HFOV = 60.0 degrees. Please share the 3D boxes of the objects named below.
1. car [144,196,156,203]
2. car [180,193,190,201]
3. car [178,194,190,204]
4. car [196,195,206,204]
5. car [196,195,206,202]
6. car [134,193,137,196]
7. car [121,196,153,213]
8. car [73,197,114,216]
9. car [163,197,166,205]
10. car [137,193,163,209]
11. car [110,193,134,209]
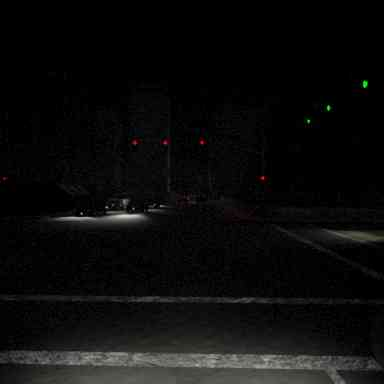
[{"bbox_3d":[-8.670,1.529,69.060,1.812,1.442,4.674,0,0,1],"label":"car"},{"bbox_3d":[-1.530,1.181,74.623,2.097,1.767,4.553,0,0,1],"label":"car"},{"bbox_3d":[-1.743,1.564,66.062,1.994,1.385,4.181,0,0,1],"label":"car"},{"bbox_3d":[1.741,1.504,65.349,1.837,1.490,4.892,0,0,1],"label":"car"},{"bbox_3d":[1.969,1.351,74.566,2.128,1.511,4.902,0,0,1],"label":"car"},{"bbox_3d":[-9.140,1.223,53.625,2.150,2.045,5.566,0,0,1],"label":"car"},{"bbox_3d":[-6.059,1.491,37.225,2.128,1.511,4.902,0,0,1],"label":"car"},{"bbox_3d":[-9.745,1.547,32.529,2.033,1.411,5.357,0,0,4],"label":"car"},{"bbox_3d":[-5.549,1.547,57.152,2.033,1.411,5.357,0,0,2],"label":"car"},{"bbox_3d":[-5.819,1.221,46.797,2.150,2.045,5.566,0,0,1],"label":"car"},{"bbox_3d":[-9.423,1.221,42.709,2.150,2.045,5.566,0,0,2],"label":"car"}]
